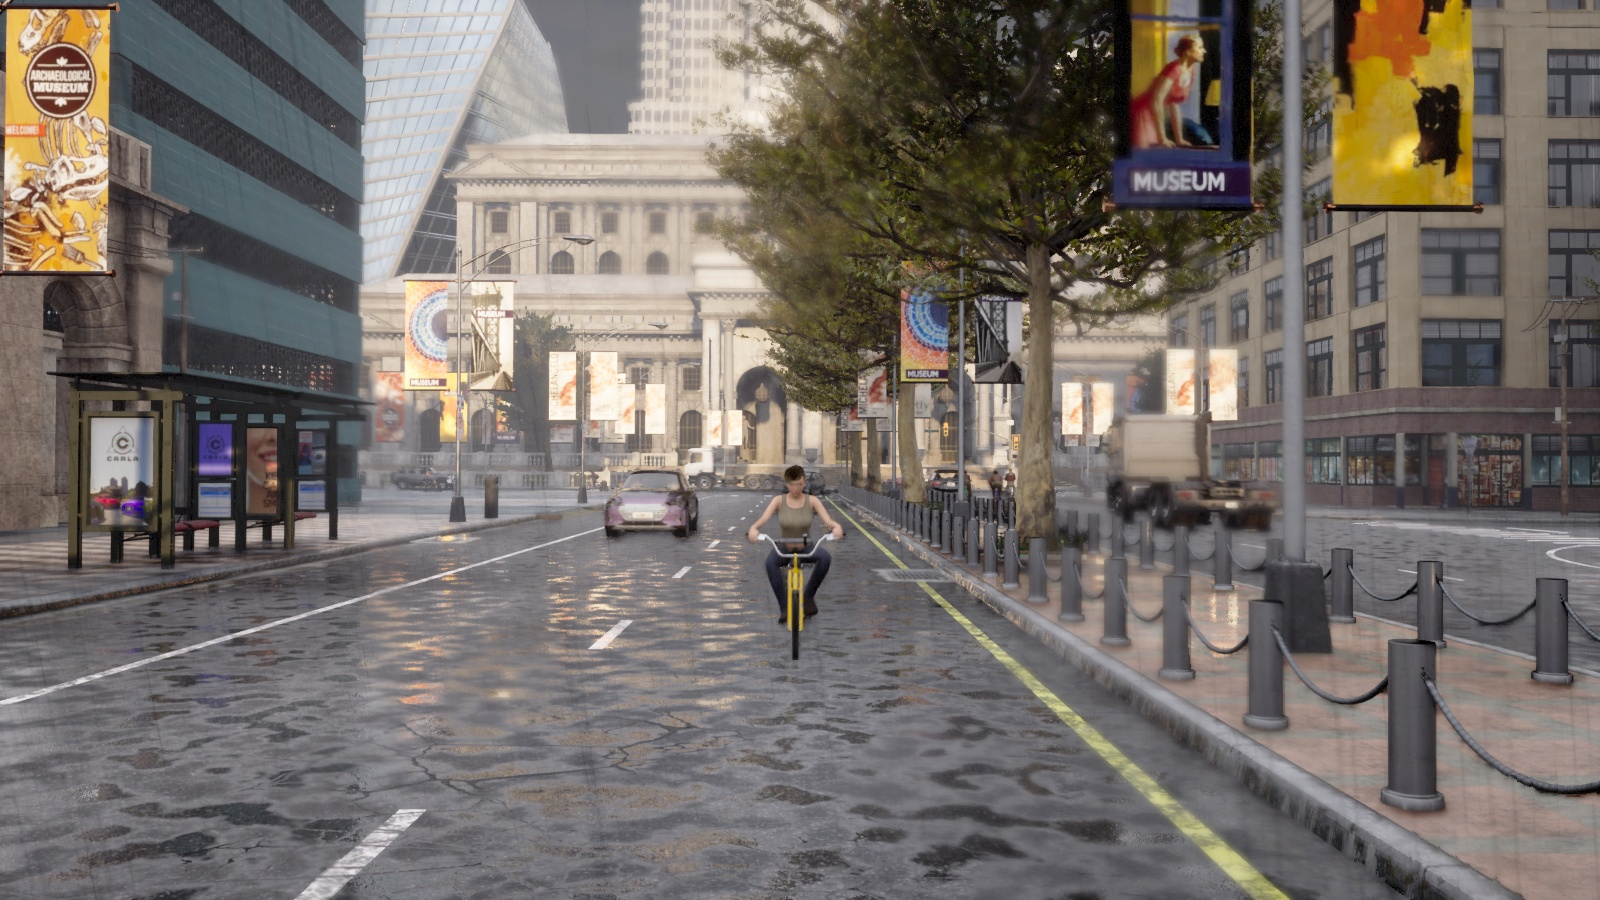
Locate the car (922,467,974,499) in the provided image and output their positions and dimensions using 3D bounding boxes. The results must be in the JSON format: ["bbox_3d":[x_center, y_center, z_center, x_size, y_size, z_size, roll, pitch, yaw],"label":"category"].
[{"bbox_3d":[7.840,1.751,67.067,2.242,1.667,4.611,0,-1,0],"label":"car"}]

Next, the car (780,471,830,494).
[{"bbox_3d":[0.364,2.171,84.226,2.007,1.525,4.514,-1,-1,18],"label":"car"}]

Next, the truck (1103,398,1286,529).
[{"bbox_3d":[11.409,0.411,37.241,2.891,3.462,7.936,0,-1,0],"label":"truck"}]

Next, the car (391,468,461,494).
[{"bbox_3d":[-27.836,2.310,93.554,4.605,1.855,1.932,0,-1,0],"label":"car"}]

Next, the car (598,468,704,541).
[{"bbox_3d":[-3.573,1.277,30.908,2.033,1.649,4.856,0,-1,0],"label":"car"}]

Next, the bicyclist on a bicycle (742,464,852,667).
[{"bbox_3d":[-0.031,0.932,10.773,0.866,1.612,1.509,0,-1,0],"label":"bicyclist on a bicycle"}]
